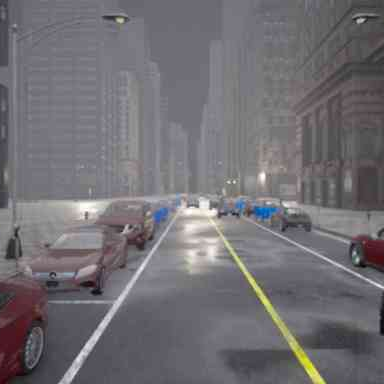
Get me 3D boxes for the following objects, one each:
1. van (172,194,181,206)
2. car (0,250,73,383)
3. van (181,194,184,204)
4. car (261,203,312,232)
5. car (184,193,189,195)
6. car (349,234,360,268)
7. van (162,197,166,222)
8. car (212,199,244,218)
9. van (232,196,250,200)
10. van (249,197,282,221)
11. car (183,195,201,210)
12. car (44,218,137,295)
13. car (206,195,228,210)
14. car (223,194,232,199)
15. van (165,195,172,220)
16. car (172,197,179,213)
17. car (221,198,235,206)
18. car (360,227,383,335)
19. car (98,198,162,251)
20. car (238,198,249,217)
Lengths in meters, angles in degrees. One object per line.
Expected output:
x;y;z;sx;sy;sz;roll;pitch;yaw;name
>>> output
-2.684;1.346;42.717;1.690;1.788;3.998;0;0;0;van
-2.761;1.577;2.975;1.802;1.307;4.206;0;0;0;car
-2.662;1.352;54.072;1.690;1.788;3.998;0;0;0;van
5.797;1.565;20.000;2.008;1.369;4.403;0;0;0;car
-2.587;1.352;92.364;2.192;1.841;5.009;0;0;0;car
5.775;1.453;8.644;1.967;1.590;4.097;0;0;0;car
-2.728;1.338;20.007;1.690;1.788;3.998;0;0;0;van
3.128;1.613;29.809;1.895;1.301;4.718;0;0;0;car
5.830;1.361;37.032;1.690;1.788;3.998;0;0;0;van
5.808;1.357;25.678;1.690;1.788;3.998;0;0;0;van
0.084;1.516;44.072;1.837;1.490;4.892;0;0;0;car
-2.750;1.577;8.652;1.802;1.307;4.206;0;0;0;car
3.117;1.494;43.009;1.882;1.535;5.008;0;0;1;car
5.852;1.465;48.387;1.967;1.590;4.097;0;0;0;car
-2.717;1.339;25.684;1.690;1.788;3.998;0;0;0;van
-2.695;1.584;37.039;1.802;1.307;4.206;0;0;0;car
5.863;1.610;54.065;1.802;1.307;4.206;0;0;0;car
3.733;1.356;2.954;2.097;1.767;4.553;0;0;0;car
-2.739;1.311;14.329;2.192;1.841;5.009;0;0;0;car
5.819;1.563;31.355;1.887;1.381;4.507;0;0;0;car
